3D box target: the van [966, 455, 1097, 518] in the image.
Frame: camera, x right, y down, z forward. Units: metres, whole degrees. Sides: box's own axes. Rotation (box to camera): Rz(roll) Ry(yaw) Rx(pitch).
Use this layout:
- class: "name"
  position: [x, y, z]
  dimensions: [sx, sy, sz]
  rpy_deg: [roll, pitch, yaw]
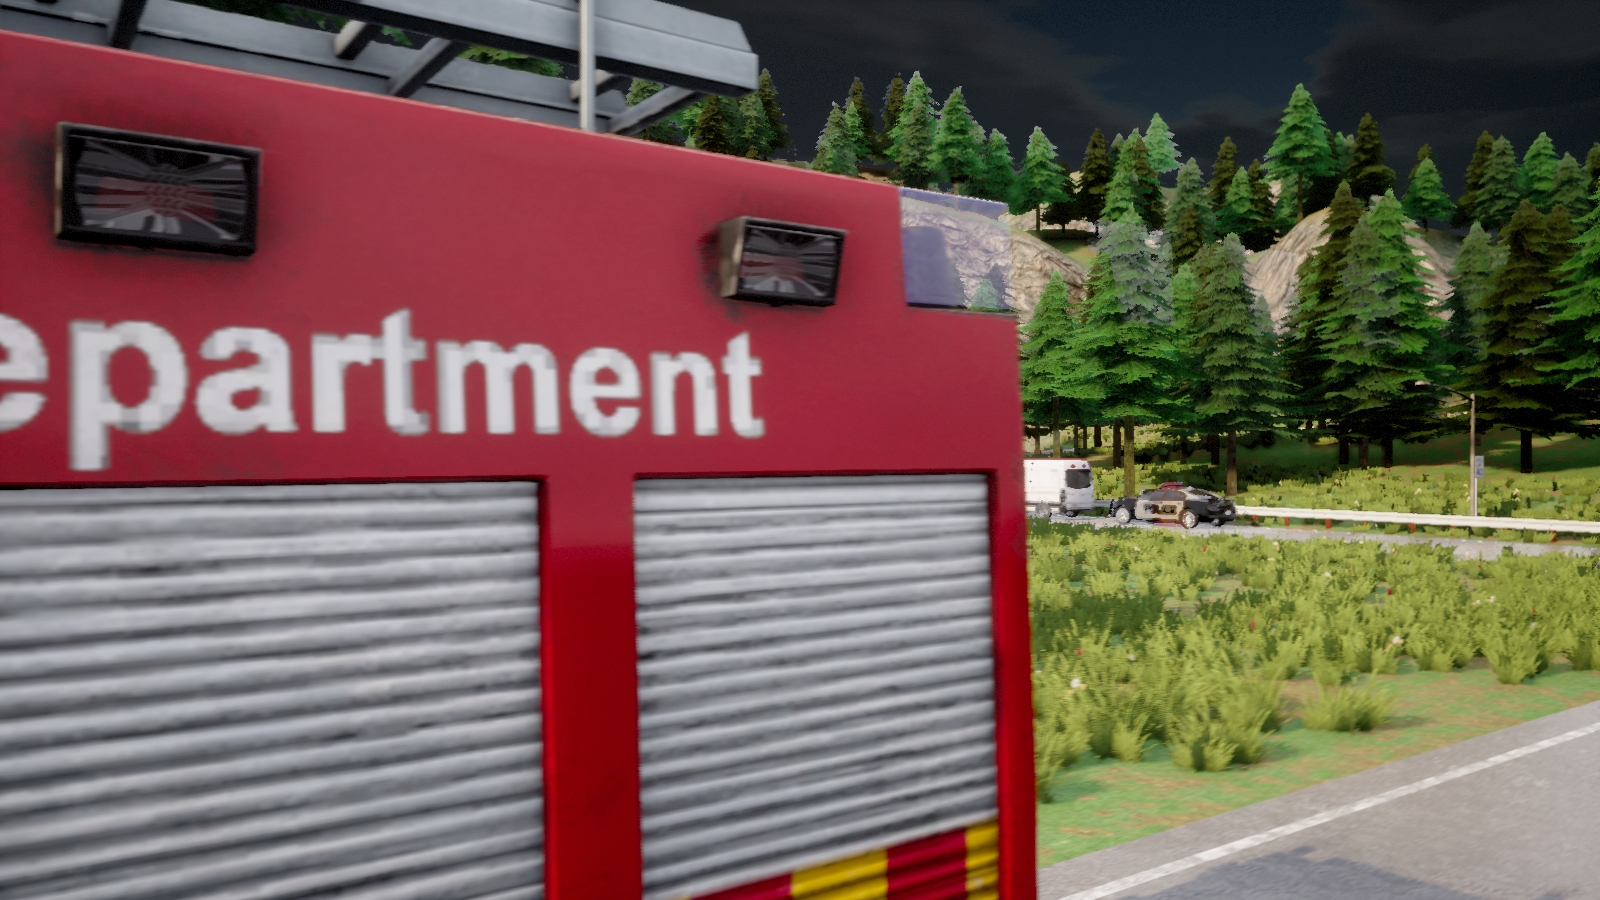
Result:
- class: "van"
  position: [10.093, 1.535, 50.420]
  dimensions: [1.988, 2.561, 5.915]
  rpy_deg: [0, 0, -35]

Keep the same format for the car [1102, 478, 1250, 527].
- class: "car"
  position: [14.497, 1.982, 44.342]
  dimensions: [2.097, 1.638, 5.238]
  rpy_deg: [0, 0, -35]
